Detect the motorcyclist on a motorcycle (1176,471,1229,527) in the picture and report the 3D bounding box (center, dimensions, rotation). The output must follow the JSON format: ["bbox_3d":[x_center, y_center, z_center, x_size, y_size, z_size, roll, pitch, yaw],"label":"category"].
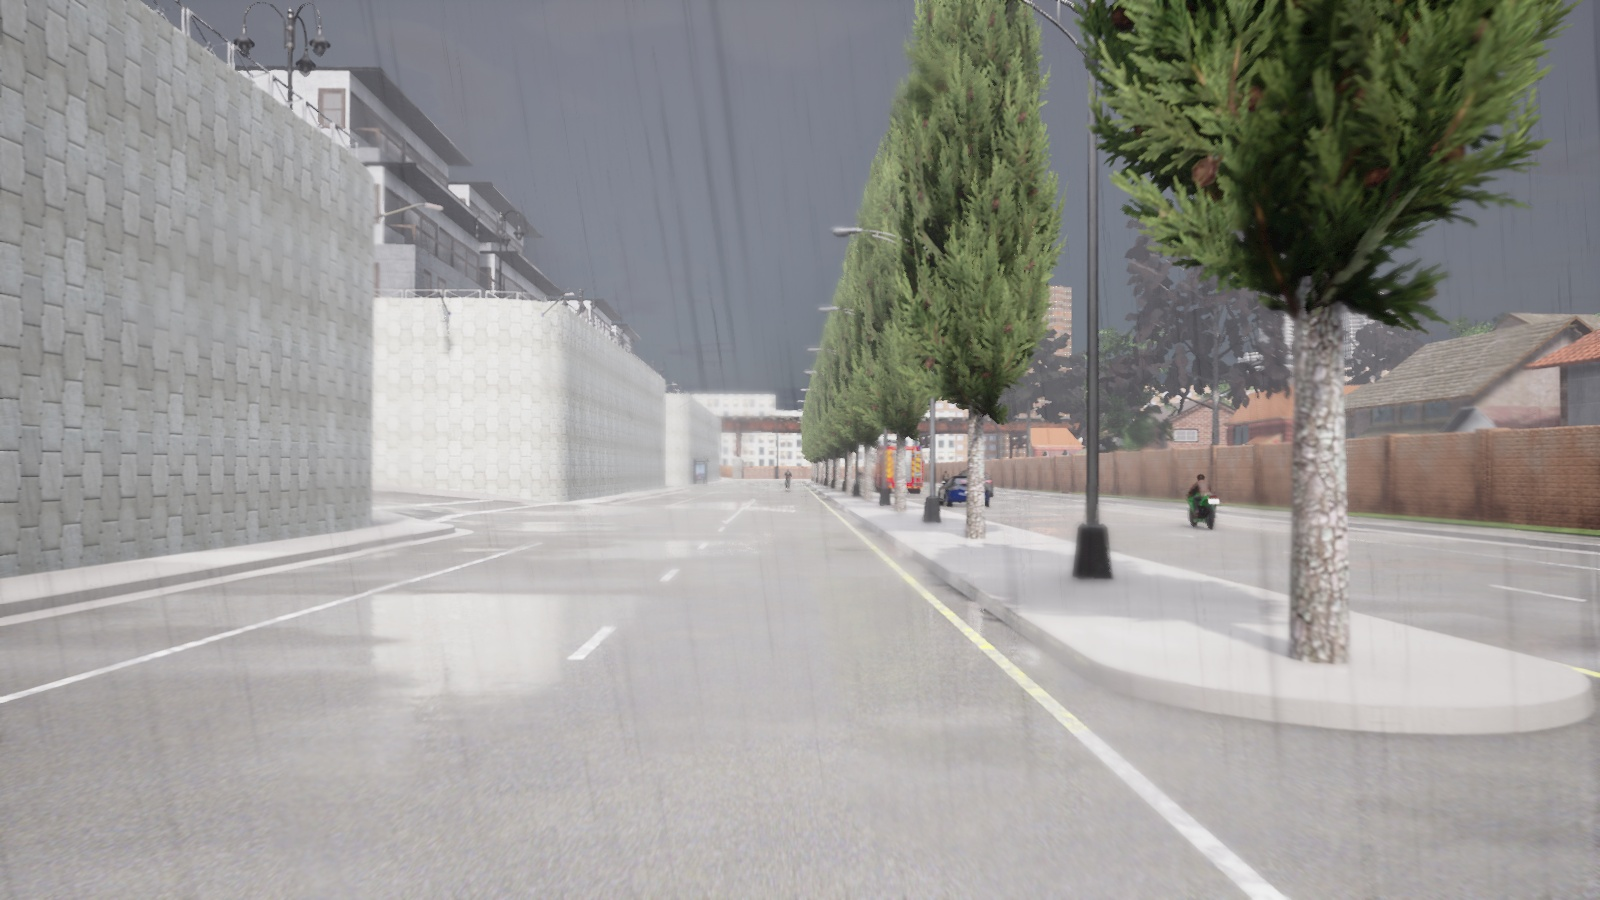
[{"bbox_3d":[11.175,1.337,34.939,0.797,1.523,2.044,0,-1,-1],"label":"motorcyclist on a motorcycle"}]

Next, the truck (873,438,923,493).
[{"bbox_3d":[7.116,1.159,91.885,2.891,3.827,8.468,0,-1,-1],"label":"truck"}]

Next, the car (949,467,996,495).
[{"bbox_3d":[10.749,1.932,78.612,2.242,1.667,4.611,0,-1,-1],"label":"car"}]

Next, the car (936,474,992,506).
[{"bbox_3d":[7.456,1.810,57.439,1.994,1.385,4.181,0,-1,-1],"label":"car"}]
